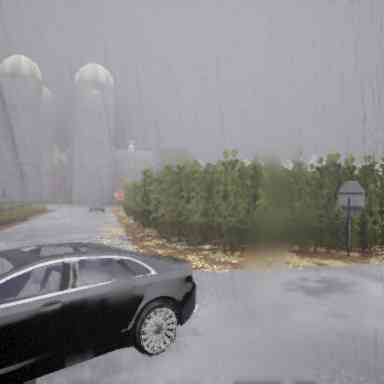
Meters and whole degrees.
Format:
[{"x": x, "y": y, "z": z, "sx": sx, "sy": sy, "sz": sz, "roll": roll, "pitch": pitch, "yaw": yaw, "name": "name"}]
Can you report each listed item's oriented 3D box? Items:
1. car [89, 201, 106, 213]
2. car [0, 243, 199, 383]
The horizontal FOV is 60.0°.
[{"x": -11.784, "y": 1.814, "z": 41.337, "sx": 2.033, "sy": 1.411, "sz": 5.357, "roll": 1, "pitch": 0, "yaw": -15, "name": "car"}, {"x": -2.089, "y": 1.483, "z": 4.301, "sx": 4.902, "sy": 1.511, "sz": 2.128, "roll": 1, "pitch": -2, "yaw": -42, "name": "car"}]
